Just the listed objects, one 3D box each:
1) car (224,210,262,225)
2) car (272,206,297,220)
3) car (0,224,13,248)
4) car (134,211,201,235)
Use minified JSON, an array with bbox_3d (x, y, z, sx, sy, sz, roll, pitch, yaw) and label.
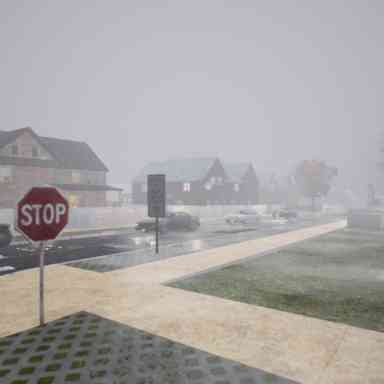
[{"bbox_3d":[4.872,2.338,31.446,1.895,1.301,4.718,0,-2,35],"label":"car"},{"bbox_3d":[11.319,2.520,40.508,2.128,1.511,4.902,0,-2,36],"label":"car"},{"bbox_3d":[-9.053,1.648,11.759,2.128,1.511,4.902,0,-2,35],"label":"car"},{"bbox_3d":[-1.442,2.013,22.526,2.033,1.411,5.357,0,-2,35],"label":"car"}]
